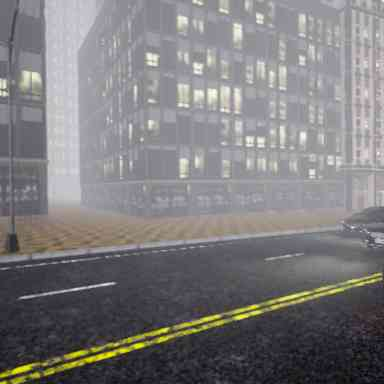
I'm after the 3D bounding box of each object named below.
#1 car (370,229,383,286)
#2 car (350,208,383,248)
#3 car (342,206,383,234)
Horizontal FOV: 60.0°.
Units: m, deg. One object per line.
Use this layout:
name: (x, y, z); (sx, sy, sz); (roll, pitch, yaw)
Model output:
car: (6.198, 1.587, 7.509); (4.181, 1.385, 1.994); (0, 0, -33)
car: (8.868, 1.522, 13.287); (4.902, 1.511, 2.128); (0, 0, -31)
car: (10.106, 1.535, 17.842); (4.892, 1.490, 1.837); (0, 0, -31)
